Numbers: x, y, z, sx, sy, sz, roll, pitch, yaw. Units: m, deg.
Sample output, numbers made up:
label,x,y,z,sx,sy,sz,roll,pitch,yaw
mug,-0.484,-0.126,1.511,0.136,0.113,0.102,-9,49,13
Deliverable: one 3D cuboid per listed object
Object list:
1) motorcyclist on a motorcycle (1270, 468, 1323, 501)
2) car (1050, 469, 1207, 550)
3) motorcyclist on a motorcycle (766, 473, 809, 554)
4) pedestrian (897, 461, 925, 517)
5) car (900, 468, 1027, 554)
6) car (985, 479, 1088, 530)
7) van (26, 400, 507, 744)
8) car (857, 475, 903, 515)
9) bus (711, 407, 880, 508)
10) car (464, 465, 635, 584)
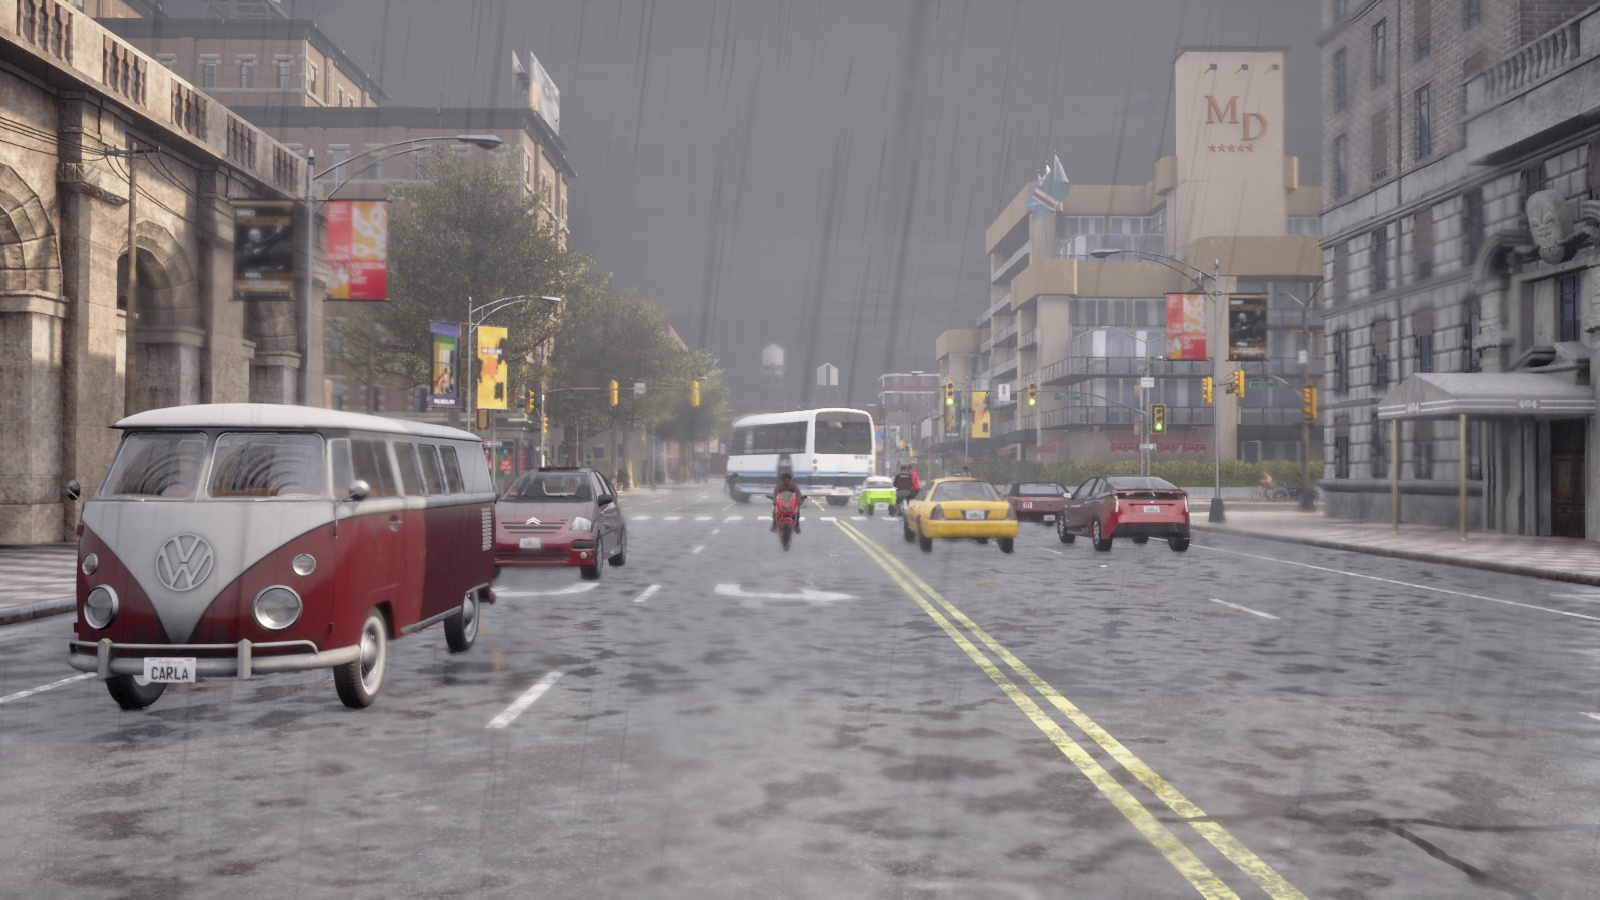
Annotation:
label,x,y,z,sx,sy,sz,roll,pitch,yaw
motorcyclist on a motorcycle,24.891,1.721,62.998,2.350,1.649,0.766,0,-1,-1
car,6.719,1.174,26.231,2.007,1.525,4.514,0,-1,-1
motorcyclist on a motorcycle,-0.255,1.211,24.696,0.797,1.523,2.044,0,-1,-1
pedestrian,3.657,1.288,41.386,0.899,1.844,0.634,0,-1,2
car,3.225,1.173,25.802,1.801,1.575,5.366,0,-1,-1
car,6.547,1.479,35.251,1.895,1.301,4.718,0,-1,-1
van,-3.607,0.741,9.502,1.775,1.987,4.442,0,-1,-1
car,2.855,1.615,45.196,1.481,1.376,2.207,0,-1,-1
bus,-0.452,0.419,58.441,3.944,4.253,10.273,1,-1,-25
car,-3.690,1.049,19.162,1.851,1.617,3.988,0,-1,-1
